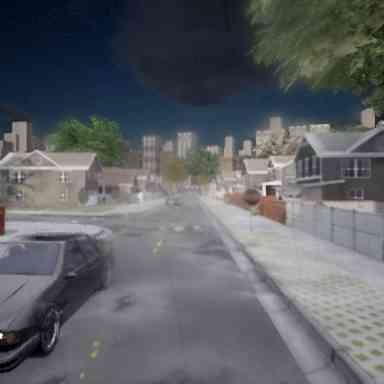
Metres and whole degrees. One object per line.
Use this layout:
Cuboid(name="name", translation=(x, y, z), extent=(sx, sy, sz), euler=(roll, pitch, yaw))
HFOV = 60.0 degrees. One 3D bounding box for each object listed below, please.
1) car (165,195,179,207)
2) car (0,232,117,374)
Cuboid(name="car", translation=(-2.744, 1.249, 46.595), extent=(2.128, 1.511, 4.902), euler=(0, 0, 0))
Cuboid(name="car", translation=(-2.816, 1.520, 6.235), extent=(2.033, 1.411, 5.357), euler=(0, 0, 0))
